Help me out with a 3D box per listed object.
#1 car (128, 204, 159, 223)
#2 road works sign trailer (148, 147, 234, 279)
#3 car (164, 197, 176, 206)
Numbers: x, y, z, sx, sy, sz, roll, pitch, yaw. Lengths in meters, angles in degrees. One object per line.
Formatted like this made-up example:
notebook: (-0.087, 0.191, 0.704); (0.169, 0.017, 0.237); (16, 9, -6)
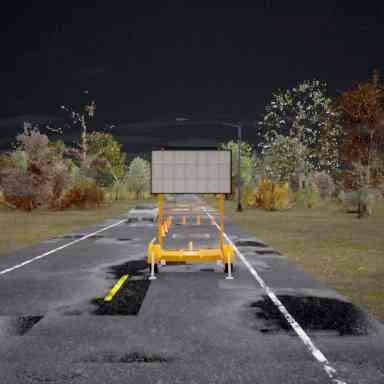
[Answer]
car: (-3.667, 1.600, 25.634); (1.895, 1.301, 4.718); (0, 0, 0)
road works sign trailer: (-0.026, 0.464, 9.993); (2.380, 3.560, 2.880); (0, 0, 0)
car: (-3.647, 1.528, 56.453); (1.812, 1.442, 4.674); (0, 0, 0)
